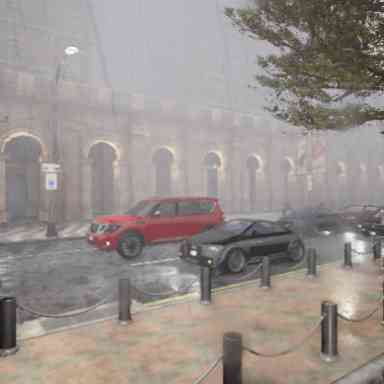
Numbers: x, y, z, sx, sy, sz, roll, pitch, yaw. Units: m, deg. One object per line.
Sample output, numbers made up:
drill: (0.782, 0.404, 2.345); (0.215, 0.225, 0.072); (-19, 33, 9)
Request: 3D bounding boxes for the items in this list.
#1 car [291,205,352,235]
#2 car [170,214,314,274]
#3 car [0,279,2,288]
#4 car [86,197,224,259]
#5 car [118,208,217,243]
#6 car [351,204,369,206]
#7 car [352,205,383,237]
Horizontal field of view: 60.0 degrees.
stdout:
car: (6.594, 1.546, 18.401); (4.181, 1.385, 1.994); (0, 0, -35)
car: (1.684, 1.556, 10.636); (4.181, 1.385, 1.994); (0, 0, -35)
car: (-6.073, 1.550, 5.173); (5.357, 1.411, 2.033); (0, 0, -35)
car: (-1.166, 1.214, 12.909); (5.566, 2.045, 2.150); (0, 0, -35)
car: (-1.164, 1.585, 16.856); (4.718, 1.301, 1.895); (0, 0, -36)
car: (10.629, 1.504, 21.275); (4.674, 1.442, 1.812); (0, 0, -35)
car: (10.530, 1.527, 16.906); (5.357, 1.411, 2.033); (0, 0, -35)
